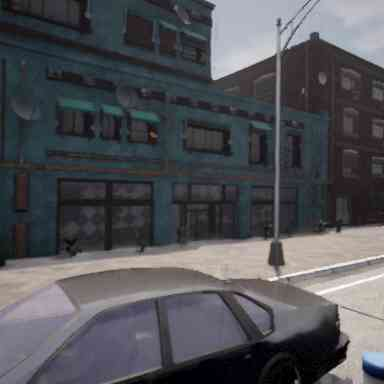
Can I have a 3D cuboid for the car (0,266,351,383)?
[{"bbox_3d":[-0.717,1.560,3.290,5.357,1.411,2.033,1,0,-32],"label":"car"}]
